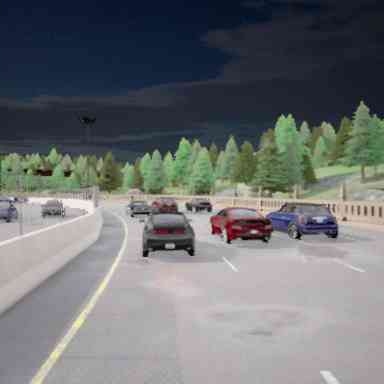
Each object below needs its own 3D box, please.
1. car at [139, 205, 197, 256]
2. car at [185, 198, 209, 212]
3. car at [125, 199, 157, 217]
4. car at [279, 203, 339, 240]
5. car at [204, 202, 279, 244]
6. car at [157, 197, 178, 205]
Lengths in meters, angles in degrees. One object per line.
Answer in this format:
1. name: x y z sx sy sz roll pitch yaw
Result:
1. car: -1.007 1.490 13.151 1.837 1.490 4.892 0 0 -7
2. car: 0.621 1.456 35.733 1.837 1.490 4.892 0 0 -19
3. car: -5.004 1.519 30.778 2.033 1.411 5.357 0 0 -18
4. car: 5.422 1.314 17.064 2.097 1.767 4.553 0 0 -9
5. car: 2.111 1.451 15.835 1.882 1.535 5.008 0 0 -9
6. car: -3.026 1.313 35.502 2.097 1.767 4.553 0 0 -20
